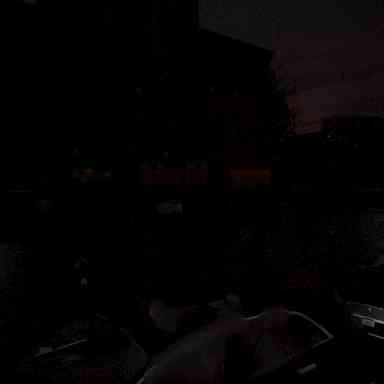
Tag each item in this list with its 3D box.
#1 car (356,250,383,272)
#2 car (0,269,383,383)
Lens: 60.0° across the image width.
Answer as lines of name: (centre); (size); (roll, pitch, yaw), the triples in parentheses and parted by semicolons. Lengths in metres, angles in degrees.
car: (4.188, 1.549, 5.817); (4.403, 1.369, 2.008); (0, -2, -35)
car: (-0.251, 1.550, 2.656); (4.403, 1.369, 2.008); (0, -2, -35)
